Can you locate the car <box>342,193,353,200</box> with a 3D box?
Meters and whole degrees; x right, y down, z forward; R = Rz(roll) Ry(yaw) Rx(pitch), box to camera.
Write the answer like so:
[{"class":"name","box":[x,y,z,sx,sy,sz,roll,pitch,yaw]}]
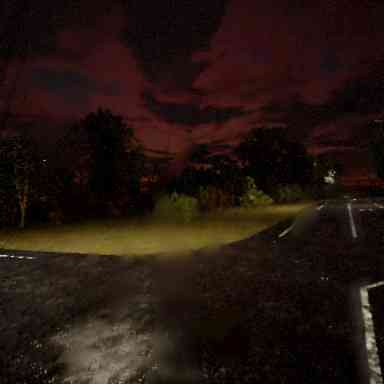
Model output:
[{"class":"car","box":[34.869,0.959,74.570,1.812,1.442,4.674,-3,-1,32]}]
